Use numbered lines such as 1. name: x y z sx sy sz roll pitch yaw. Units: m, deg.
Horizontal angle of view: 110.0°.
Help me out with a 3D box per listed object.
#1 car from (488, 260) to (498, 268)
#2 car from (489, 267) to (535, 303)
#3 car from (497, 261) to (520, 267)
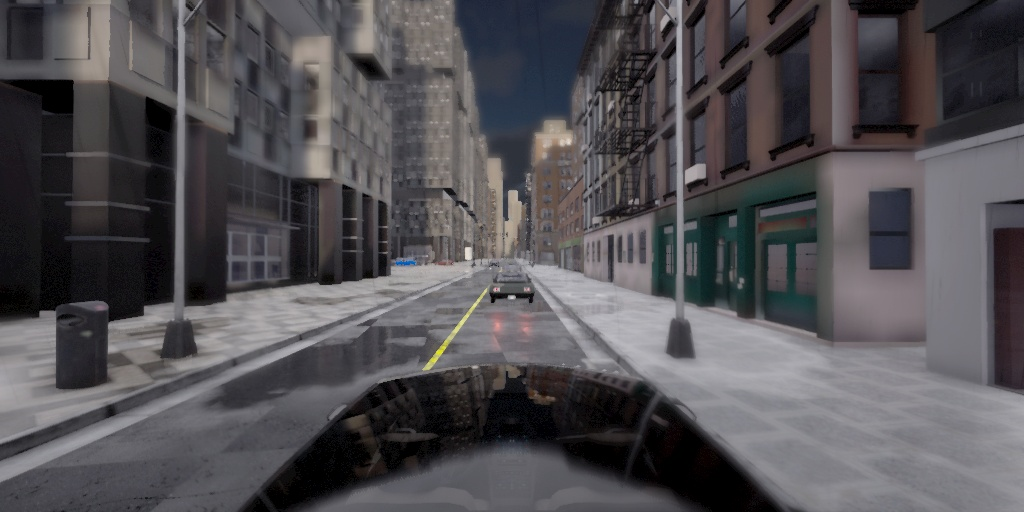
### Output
1. car: -3.000 1.354 61.917 2.033 1.411 5.357 0 0 0
2. car: 0.000 1.369 16.530 1.895 1.301 4.718 0 0 0
3. car: 0.000 1.321 31.501 2.033 1.411 5.357 0 0 0
